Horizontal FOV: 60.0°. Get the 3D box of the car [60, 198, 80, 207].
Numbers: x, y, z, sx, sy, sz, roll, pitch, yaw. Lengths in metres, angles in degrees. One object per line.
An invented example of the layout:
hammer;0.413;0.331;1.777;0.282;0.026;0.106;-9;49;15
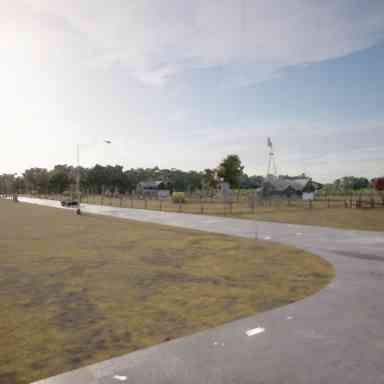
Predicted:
car;-18.355;1.575;50.162;1.895;1.301;4.718;-1;1;-35
